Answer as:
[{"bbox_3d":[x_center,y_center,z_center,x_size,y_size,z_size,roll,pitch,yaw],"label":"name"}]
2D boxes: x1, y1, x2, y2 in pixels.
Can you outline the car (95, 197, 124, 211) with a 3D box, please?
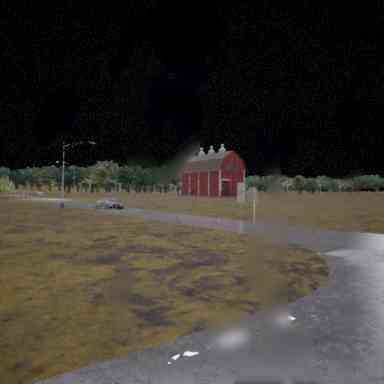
[{"bbox_3d":[-8.969,1.273,36.027,1.994,1.385,4.181,2,0,-36],"label":"car"}]
